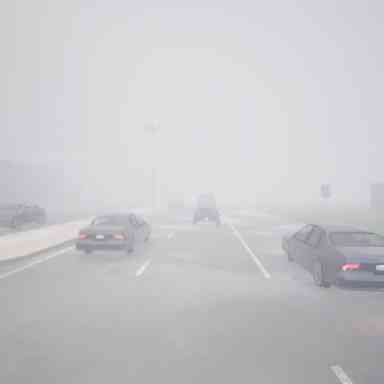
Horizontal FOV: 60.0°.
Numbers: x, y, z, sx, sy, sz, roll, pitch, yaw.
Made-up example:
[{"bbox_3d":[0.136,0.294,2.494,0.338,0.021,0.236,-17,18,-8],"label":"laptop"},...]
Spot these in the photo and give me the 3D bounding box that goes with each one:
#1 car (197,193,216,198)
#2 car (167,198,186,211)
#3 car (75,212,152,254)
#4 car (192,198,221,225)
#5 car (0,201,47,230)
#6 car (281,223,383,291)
[{"bbox_3d":[1.821,1.194,41.868,2.150,2.045,5.566,0,0,3],"label":"car"},{"bbox_3d":[-1.793,1.450,39.362,2.128,1.511,4.902,0,0,3],"label":"car"},{"bbox_3d":[-2.922,1.524,13.444,2.033,1.411,5.357,0,0,2],"label":"car"},{"bbox_3d":[1.048,1.490,24.072,1.837,1.490,4.892,0,1,3],"label":"car"},{"bbox_3d":[-10.811,1.432,20.578,2.128,1.511,4.902,0,0,3],"label":"car"},{"bbox_3d":[3.906,1.554,9.139,2.033,1.411,5.357,0,0,2],"label":"car"}]
